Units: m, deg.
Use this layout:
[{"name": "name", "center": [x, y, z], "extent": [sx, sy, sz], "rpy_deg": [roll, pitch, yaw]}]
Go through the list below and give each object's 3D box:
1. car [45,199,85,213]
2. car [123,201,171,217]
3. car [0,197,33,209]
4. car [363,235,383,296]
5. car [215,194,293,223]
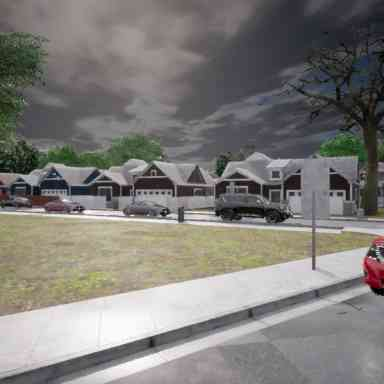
[{"name": "car", "center": [-12.765, 1.410, 33.391], "extent": [4.181, 1.385, 1.994], "rpy_deg": [0, 0, 27]}, {"name": "car", "center": [-3.932, 1.450, 28.697], "extent": [4.181, 1.385, 1.994], "rpy_deg": [0, 0, 29]}, {"name": "car", "center": [-21.808, 1.338, 41.398], "extent": [4.674, 1.442, 1.812], "rpy_deg": [0, 0, 27]}, {"name": "car", "center": [6.138, 1.223, 7.523], "extent": [5.566, 2.045, 2.150], "rpy_deg": [0, 0, -36]}, {"name": "car", "center": [4.376, 1.146, 24.025], "extent": [5.566, 2.045, 2.150], "rpy_deg": [0, 0, 30]}]
